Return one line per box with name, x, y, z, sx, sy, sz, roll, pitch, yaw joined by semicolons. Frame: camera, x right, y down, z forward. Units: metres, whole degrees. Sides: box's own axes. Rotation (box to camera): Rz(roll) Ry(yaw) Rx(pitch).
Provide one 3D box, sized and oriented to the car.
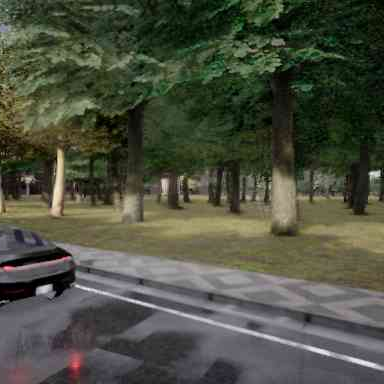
car;-4.568;1.502;7.261;4.902;1.511;2.128;0;0;36
